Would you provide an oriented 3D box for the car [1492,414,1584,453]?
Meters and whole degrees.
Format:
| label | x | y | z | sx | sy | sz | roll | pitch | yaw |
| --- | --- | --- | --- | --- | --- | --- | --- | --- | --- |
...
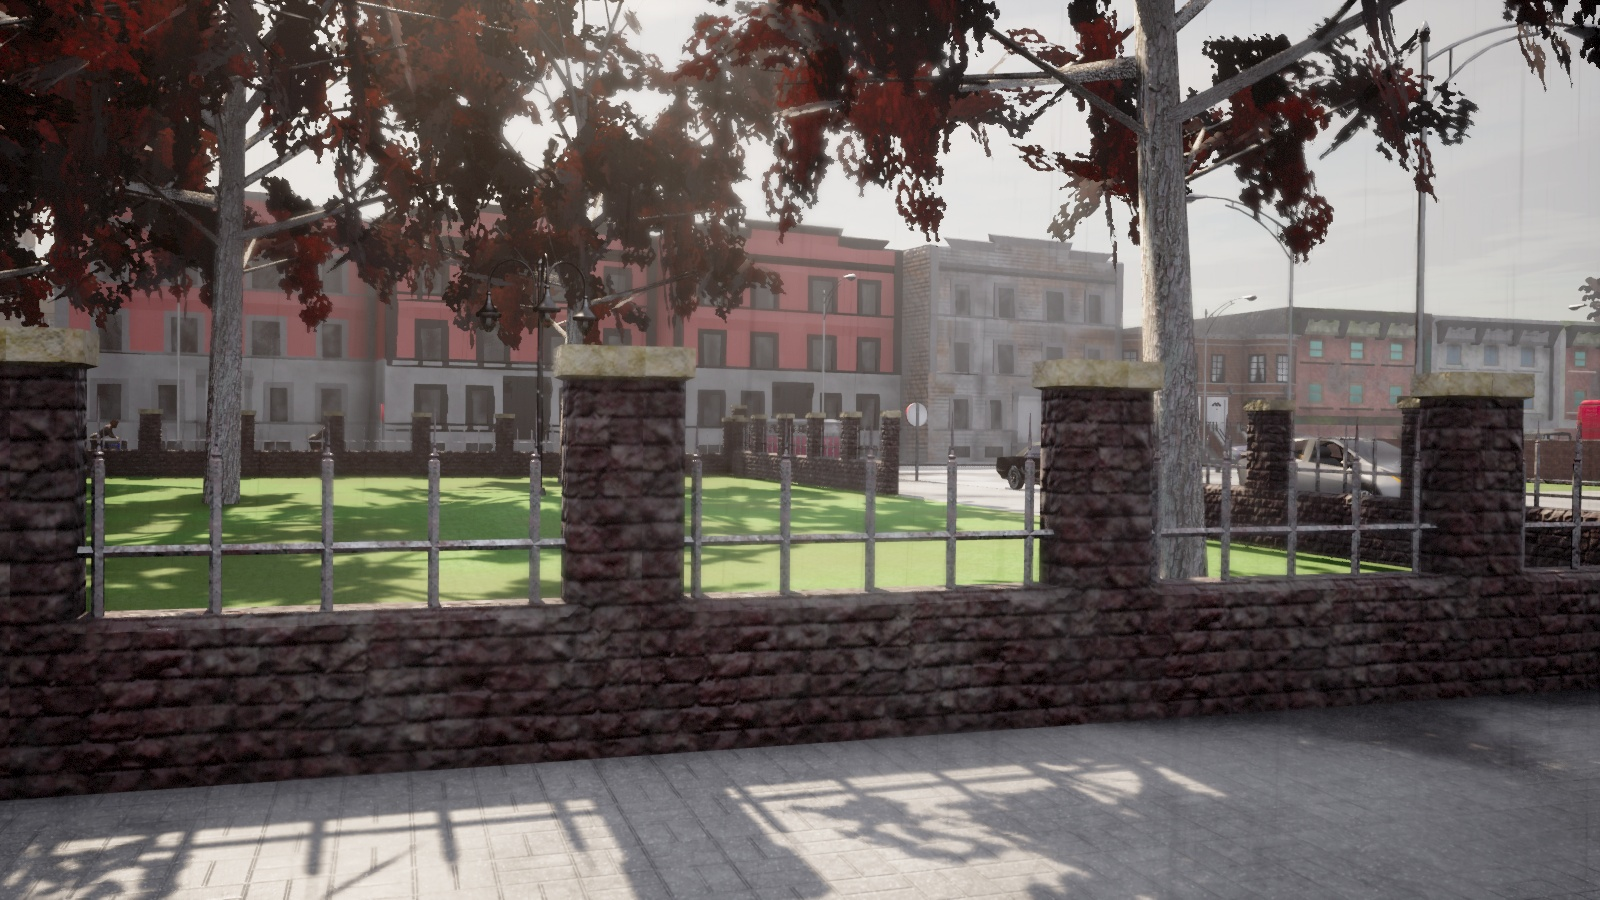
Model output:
| label | x | y | z | sx | sy | sz | roll | pitch | yaw |
| --- | --- | --- | --- | --- | --- | --- | --- | --- | --- |
| car | 37.126 | -0.836 | 63.221 | 3.866 | 1.878 | 1.905 | -1 | 1 | -18 |

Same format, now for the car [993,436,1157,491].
| label | x | y | z | sx | sy | sz | roll | pitch | yaw |
| --- | --- | --- | --- | --- | --- | --- | --- | --- | --- |
| car | 6.994 | 0.294 | 32.525 | 1.895 | 1.301 | 4.718 | -1 | 1 | -20 |

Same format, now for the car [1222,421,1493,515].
| label | x | y | z | sx | sy | sz | roll | pitch | yaw |
| --- | --- | --- | --- | --- | --- | --- | --- | --- | --- |
| car | 10.067 | 0.260 | 23.108 | 2.007 | 1.525 | 4.514 | -1 | 1 | -20 |

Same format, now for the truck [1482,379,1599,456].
| label | x | y | z | sx | sy | sz | roll | pitch | yaw |
| --- | --- | --- | --- | --- | --- | --- | --- | --- | --- |
| truck | 36.202 | -1.530 | 58.714 | 7.936 | 3.462 | 2.891 | -1 | 1 | -18 |

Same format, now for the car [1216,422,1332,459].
| label | x | y | z | sx | sy | sz | roll | pitch | yaw |
| --- | --- | --- | --- | --- | --- | --- | --- | --- | --- |
| car | 22.012 | -0.459 | 58.345 | 4.856 | 1.649 | 2.033 | -1 | 1 | -18 |

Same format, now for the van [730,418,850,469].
| label | x | y | z | sx | sy | sz | roll | pitch | yaw |
| --- | --- | --- | --- | --- | --- | --- | --- | --- | --- |
| van | -0.390 | -0.258 | 49.949 | 4.442 | 1.987 | 1.775 | 0 | 1 | 13 |
